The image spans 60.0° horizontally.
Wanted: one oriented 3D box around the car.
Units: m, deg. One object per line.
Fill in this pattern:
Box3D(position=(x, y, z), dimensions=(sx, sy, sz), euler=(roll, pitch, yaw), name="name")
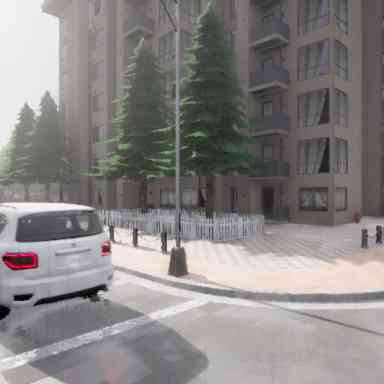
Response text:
Box3D(position=(-4.032, 1.248, 7.564), dimensions=(5.566, 2.045, 2.150), euler=(0, 0, 42), name="car")
